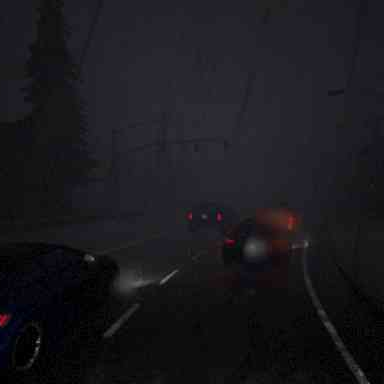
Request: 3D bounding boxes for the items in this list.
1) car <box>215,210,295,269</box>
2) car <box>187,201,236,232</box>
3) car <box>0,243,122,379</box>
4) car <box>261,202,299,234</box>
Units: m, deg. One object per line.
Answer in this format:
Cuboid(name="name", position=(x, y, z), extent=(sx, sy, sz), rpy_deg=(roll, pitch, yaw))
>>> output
Cuboid(name="car", position=(2.334, 1.553, 11.345), extent=(1.994, 1.385, 4.181), rpy_deg=(0, 0, 18))
Cuboid(name="car", position=(1.335, 1.320, 19.323), extent=(2.097, 1.767, 4.553), rpy_deg=(0, 0, 19))
Cuboid(name="car", position=(-2.711, 1.539, 5.562), extent=(1.994, 1.385, 4.181), rpy_deg=(0, 0, 8))
Cuboid(name="car", position=(5.114, 1.339, 19.525), extent=(2.097, 1.767, 4.553), rpy_deg=(0, 0, 20))
